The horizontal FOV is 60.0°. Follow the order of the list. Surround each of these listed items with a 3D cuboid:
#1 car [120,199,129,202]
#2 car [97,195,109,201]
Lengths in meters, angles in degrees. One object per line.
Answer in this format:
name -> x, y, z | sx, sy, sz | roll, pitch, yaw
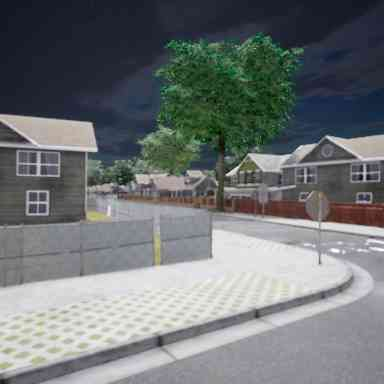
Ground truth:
car -> -10.850, 1.773, 53.290 | 1.895, 1.301, 4.718 | 1, 0, -23
car -> -23.960, 1.699, 91.122 | 2.128, 1.511, 4.902 | 1, 0, -23
